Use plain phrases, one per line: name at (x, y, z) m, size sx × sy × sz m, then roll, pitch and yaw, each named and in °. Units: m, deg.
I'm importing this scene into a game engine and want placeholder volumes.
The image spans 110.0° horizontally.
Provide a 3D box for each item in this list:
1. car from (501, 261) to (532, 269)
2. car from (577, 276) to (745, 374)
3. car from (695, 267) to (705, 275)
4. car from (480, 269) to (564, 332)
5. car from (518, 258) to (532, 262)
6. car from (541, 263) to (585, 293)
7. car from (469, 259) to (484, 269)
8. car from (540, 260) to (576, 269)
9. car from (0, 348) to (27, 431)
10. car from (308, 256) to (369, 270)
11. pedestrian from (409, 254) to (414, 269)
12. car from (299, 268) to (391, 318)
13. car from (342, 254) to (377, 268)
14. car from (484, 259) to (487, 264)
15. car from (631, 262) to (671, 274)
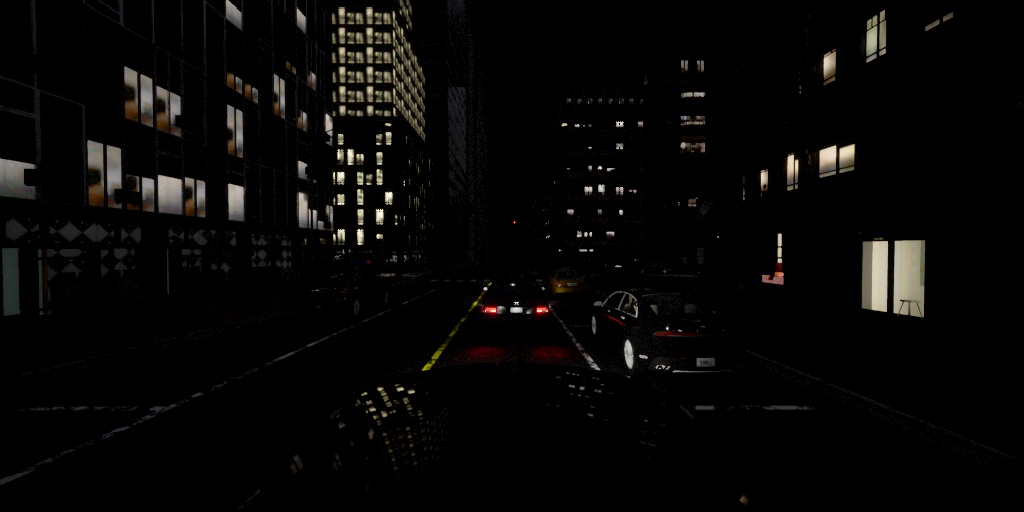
car at (0.045, 1.249, 21.223) m, size 1.837 × 1.490 × 4.892 m, roll 0°, pitch 0°, yaw 0°
car at (2.804, 1.299, 7.365) m, size 2.007 × 1.370 × 4.403 m, roll 0°, pitch 0°, yaw 0°
car at (22.611, 1.519, 39.152) m, size 4.718 × 1.301 × 1.895 m, roll 0°, pitch 1°, yaw 1°
car at (0.079, 1.295, 10.801) m, size 2.033 × 1.411 × 5.357 m, roll 0°, pitch 0°, yaw 0°
car at (2.541, 1.288, 62.263) m, size 2.007 × 1.370 × 4.403 m, roll 0°, pitch 0°, yaw 0°
car at (2.776, 1.271, 18.824) m, size 1.751 × 1.417 × 4.829 m, roll 0°, pitch 0°, yaw 0°
car at (-5.825, 1.263, 56.418) m, size 1.751 × 1.417 × 4.829 m, roll 0°, pitch 0°, yaw 0°
car at (5.665, 1.232, 40.359) m, size 5.008 × 1.535 × 1.882 m, roll 1°, pitch 1°, yaw 17°
car at (-5.796, 1.300, 1.757) m, size 2.007 × 1.370 × 4.403 m, roll 0°, pitch 0°, yaw 0°
car at (-17.667, 1.108, 36.421) m, size 5.008 × 1.535 × 1.882 m, roll 0°, pitch 1°, yaw -1°
pedestrian at (-12.655, 0.669, 45.089) m, size 0.375 × 1.860 × 0.375 m, roll 0°, pitch 0°, yaw 1°
car at (-5.850, 1.292, 13.046) m, size 1.888 × 1.381 × 4.507 m, roll 0°, pitch 0°, yaw 0°
car at (-17.885, 0.799, 39.628) m, size 5.566 × 2.045 × 2.150 m, roll 1°, pitch 1°, yaw 1°
car at (-5.840, 1.303, 62.242) m, size 1.948 × 1.339 × 4.313 m, roll 0°, pitch 0°, yaw 0°
car at (16.210, 1.372, 41.826) m, size 4.403 × 1.370 × 2.007 m, roll 0°, pitch 0°, yaw 1°
